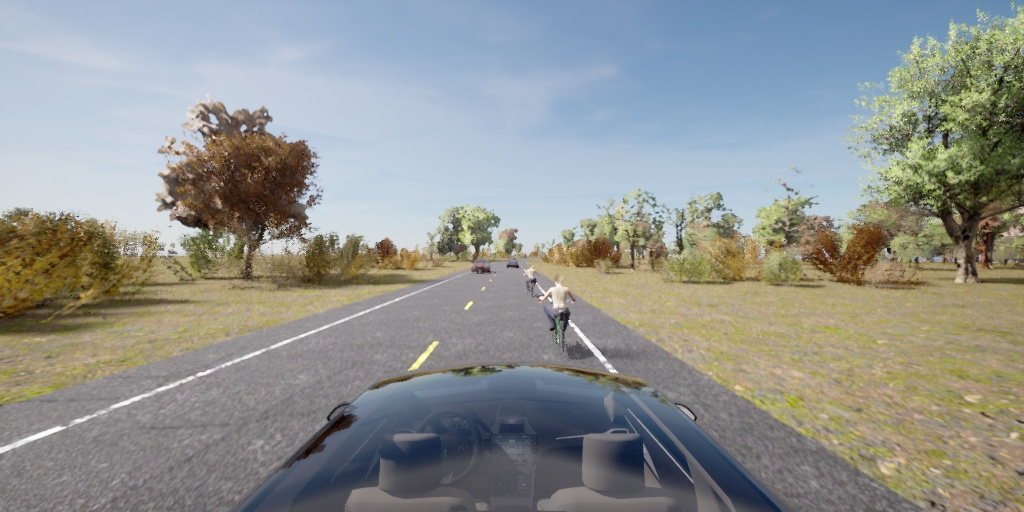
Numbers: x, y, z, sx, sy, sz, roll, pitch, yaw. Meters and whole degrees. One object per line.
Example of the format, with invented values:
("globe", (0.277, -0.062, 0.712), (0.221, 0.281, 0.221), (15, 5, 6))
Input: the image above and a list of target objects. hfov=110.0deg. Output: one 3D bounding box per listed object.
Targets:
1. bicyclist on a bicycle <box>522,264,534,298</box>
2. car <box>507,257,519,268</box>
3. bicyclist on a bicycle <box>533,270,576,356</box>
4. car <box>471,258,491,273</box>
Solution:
("bicyclist on a bicycle", (0.944, 1.187, 17.558), (0.866, 1.612, 1.509), (0, 0, 0))
("car", (0.120, 1.272, 59.880), (1.994, 1.385, 4.181), (0, 0, 0))
("bicyclist on a bicycle", (0.987, 1.187, 7.679), (0.866, 1.612, 1.509), (0, 0, 0))
("car", (-3.584, 1.087, 41.889), (2.097, 1.767, 4.553), (0, 0, 0))
